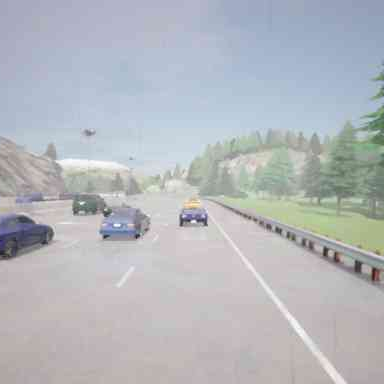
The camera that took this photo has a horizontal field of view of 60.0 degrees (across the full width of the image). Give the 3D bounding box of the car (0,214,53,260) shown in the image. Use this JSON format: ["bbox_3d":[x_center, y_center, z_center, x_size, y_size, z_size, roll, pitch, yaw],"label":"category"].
[{"bbox_3d":[-6.897,1.526,12.396,1.812,1.442,4.674,0,0,0],"label":"car"}]

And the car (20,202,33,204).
[{"bbox_3d":[-28.003,1.224,58.176,2.150,2.045,5.566,0,0,0],"label":"car"}]

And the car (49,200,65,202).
[{"bbox_3d":[-21.037,1.224,55.008,2.150,2.045,5.566,0,0,1],"label":"car"}]

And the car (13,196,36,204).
[{"bbox_3d":[-31.489,1.481,62.820,1.882,1.535,5.008,0,0,0],"label":"car"}]

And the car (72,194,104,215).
[{"bbox_3d":[-10.393,1.223,33.999,2.150,2.045,5.566,0,0,0],"label":"car"}]

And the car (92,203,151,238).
[{"bbox_3d":[-3.396,1.548,17.587,2.033,1.411,5.357,0,0,0],"label":"car"}]

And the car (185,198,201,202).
[{"bbox_3d":[0.111,1.479,41.577,1.882,1.535,5.008,0,0,0],"label":"car"}]

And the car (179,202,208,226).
[{"bbox_3d":[0.105,1.602,23.568,1.895,1.301,4.718,0,0,0],"label":"car"}]

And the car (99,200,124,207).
[{"bbox_3d":[-6.895,1.602,31.130,1.895,1.301,4.718,0,0,0],"label":"car"}]
